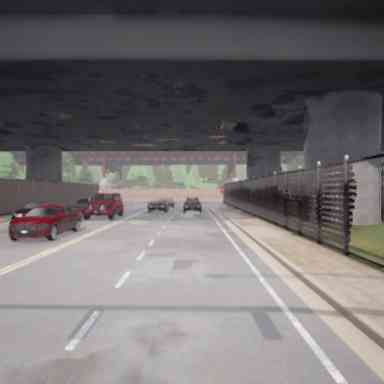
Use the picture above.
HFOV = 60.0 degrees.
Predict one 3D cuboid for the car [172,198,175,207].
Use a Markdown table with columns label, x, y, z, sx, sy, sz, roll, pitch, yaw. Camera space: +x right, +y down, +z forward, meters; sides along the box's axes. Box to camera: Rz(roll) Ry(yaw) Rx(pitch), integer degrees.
| label | x | y | z | sx | sy | sz | roll | pitch | yaw |
| --- | --- | --- | --- | --- | --- | --- | --- | --- | --- |
| car | -3.417 | 1.357 | 46.525 | 1.895 | 1.301 | 4.718 | 0 | 0 | 0 |

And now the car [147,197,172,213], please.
| label | x | y | z | sx | sy | sz | roll | pitch | yaw |
| --- | --- | --- | --- | --- | --- | --- | --- | --- | --- |
| car | -3.450 | 1.420 | 34.681 | 1.895 | 1.301 | 4.718 | 0 | 0 | 0 |

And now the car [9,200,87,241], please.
| label | x | y | z | sx | sy | sz | roll | pitch | yaw |
| --- | --- | --- | --- | --- | --- | --- | --- | --- | --- |
| car | -7.062 | 1.394 | 16.487 | 1.882 | 1.535 | 5.008 | 0 | 0 | 0 |

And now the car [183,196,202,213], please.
| label | x | y | z | sx | sy | sz | roll | pitch | yaw |
| --- | --- | --- | --- | --- | --- | --- | --- | --- | --- |
| car | 0.053 | 1.419 | 34.619 | 1.895 | 1.301 | 4.718 | 0 | 0 | 0 |

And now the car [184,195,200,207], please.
| label | x | y | z | sx | sy | sz | roll | pitch | yaw |
| --- | --- | --- | --- | --- | --- | --- | --- | --- | --- |
| car | 0.084 | 1.247 | 46.575 | 2.128 | 1.511 | 4.902 | 0 | 0 | 0 |

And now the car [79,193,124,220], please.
| label | x | y | z | sx | sy | sz | roll | pitch | yaw |
| --- | --- | --- | --- | --- | --- | --- | --- | --- | --- |
| car | -7.036 | 1.082 | 27.132 | 2.150 | 2.045 | 5.566 | 0 | 0 | 0 |

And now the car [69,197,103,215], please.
| label | x | y | z | sx | sy | sz | roll | pitch | yaw |
| --- | --- | --- | --- | --- | --- | --- | --- | --- | --- |
| car | -10.507 | 1.334 | 33.304 | 1.837 | 1.490 | 4.892 | 0 | 0 | 1 |
